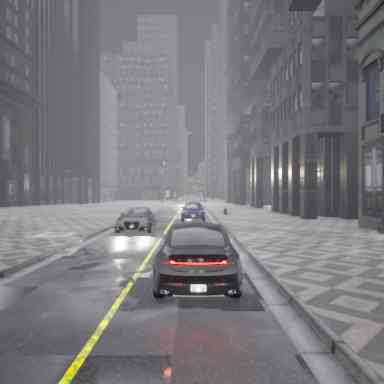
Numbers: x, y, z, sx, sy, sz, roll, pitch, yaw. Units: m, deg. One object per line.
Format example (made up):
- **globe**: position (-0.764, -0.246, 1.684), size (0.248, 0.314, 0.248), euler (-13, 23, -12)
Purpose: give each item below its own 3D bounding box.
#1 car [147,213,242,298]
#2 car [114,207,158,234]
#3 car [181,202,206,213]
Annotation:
- **car**: position (0.105, 1.506, 8.483), size (1.837, 1.490, 4.892), euler (0, 0, 0)
- **car**: position (-3.101, 1.573, 19.086), size (1.994, 1.385, 4.181), euler (0, 0, 0)
- **car**: position (0.100, 1.550, 26.329), size (1.812, 1.442, 4.674), euler (0, 0, 0)
